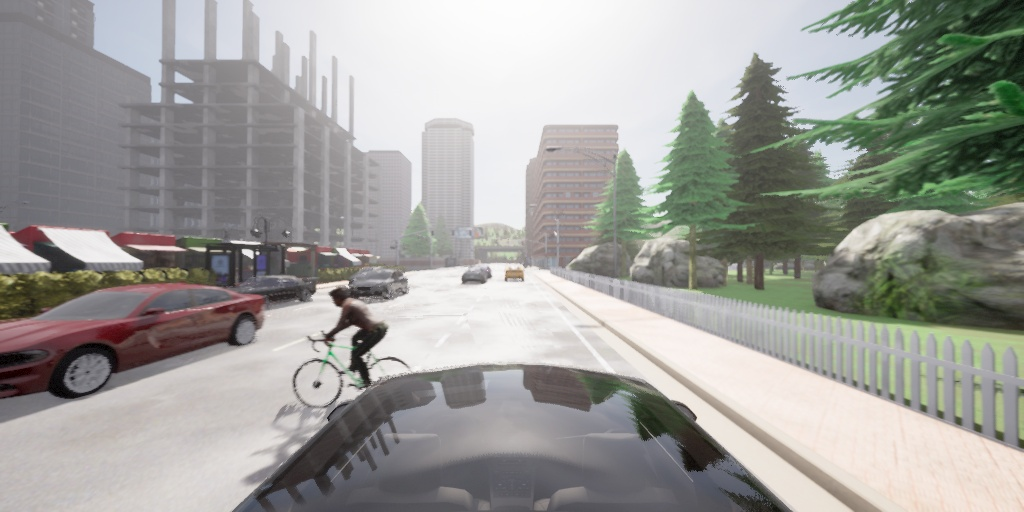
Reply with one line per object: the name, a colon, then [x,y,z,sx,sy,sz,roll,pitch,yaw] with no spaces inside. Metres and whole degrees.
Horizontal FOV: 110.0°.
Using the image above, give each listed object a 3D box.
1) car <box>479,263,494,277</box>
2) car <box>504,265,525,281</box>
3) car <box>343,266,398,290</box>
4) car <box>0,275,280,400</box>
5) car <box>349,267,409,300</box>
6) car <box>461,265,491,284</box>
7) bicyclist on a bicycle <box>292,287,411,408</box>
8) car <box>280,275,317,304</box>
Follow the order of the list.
car: [-3.227,1.775,40.447,1.812,1.442,4.674,0,-1,1]
car: [0.237,1.668,35.834,1.882,1.535,5.008,0,-1,0]
car: [-10.452,1.565,26.926,2.128,1.511,4.902,0,-1,1]
car: [-7.078,1.292,6.839,1.882,1.535,5.008,0,-1,0]
car: [-7.013,1.482,19.416,1.837,1.490,4.892,0,-1,1]
car: [-3.272,1.701,31.747,1.994,1.385,4.181,0,-1,1]
bicyclist on a bicycle: [-2.138,1.243,4.811,1.656,1.620,0.582,-2,-1,0]
car: [-10.539,1.525,15.448,1.895,1.301,4.718,0,-1,0]
